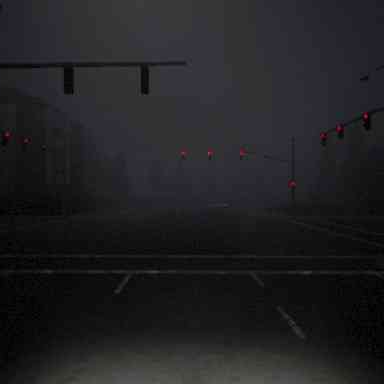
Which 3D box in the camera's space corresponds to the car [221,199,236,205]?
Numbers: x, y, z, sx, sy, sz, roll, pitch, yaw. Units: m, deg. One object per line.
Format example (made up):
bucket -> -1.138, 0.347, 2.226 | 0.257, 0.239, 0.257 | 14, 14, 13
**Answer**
car -> 8.700, 2.328, 79.311 | 1.994, 1.385, 4.181 | 0, -1, 41
